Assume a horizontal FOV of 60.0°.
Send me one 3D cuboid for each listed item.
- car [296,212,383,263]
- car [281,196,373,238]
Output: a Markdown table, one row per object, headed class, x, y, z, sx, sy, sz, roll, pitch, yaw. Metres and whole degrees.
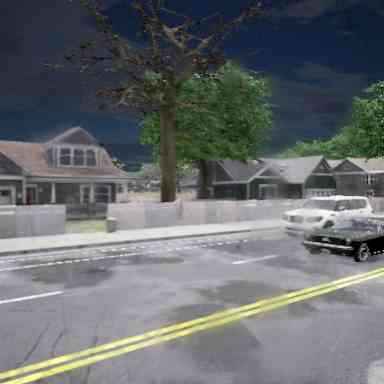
| class | x | y | z | sx | sy | sz | roll | pitch | yaw |
| --- | --- | --- | --- | --- | --- | --- | --- | --- | --- |
| car | 6.123 | 1.600 | 12.037 | 4.718 | 1.301 | 1.895 | 0 | 0 | -35 |
| car | 6.877 | 1.223 | 16.567 | 5.566 | 2.045 | 2.150 | 0 | 0 | -36 |
